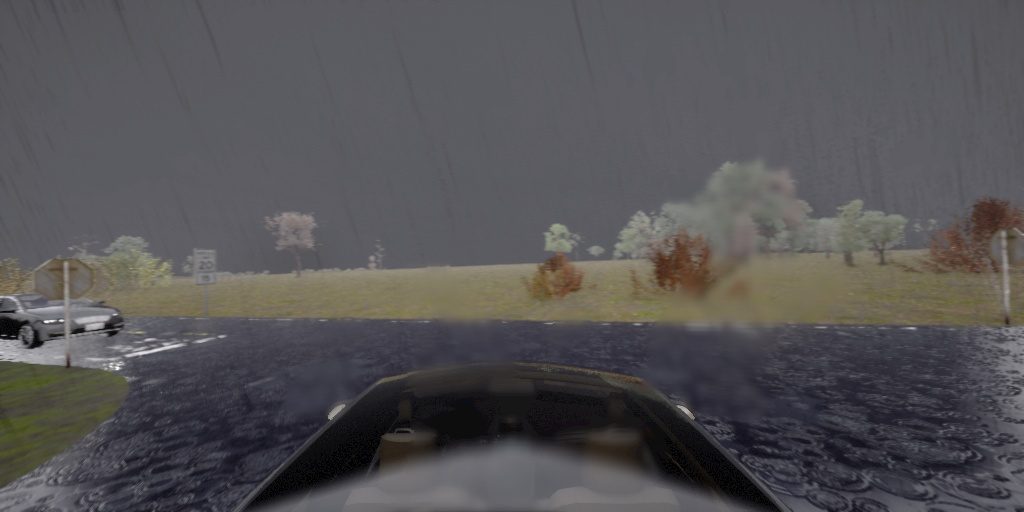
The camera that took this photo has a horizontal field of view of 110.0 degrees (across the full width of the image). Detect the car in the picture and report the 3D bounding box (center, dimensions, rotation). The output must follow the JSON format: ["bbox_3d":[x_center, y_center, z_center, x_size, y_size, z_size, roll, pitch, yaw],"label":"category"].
[{"bbox_3d":[-14.437,1.865,11.058,4.902,1.511,2.128,-2,-1,16],"label":"car"}]
